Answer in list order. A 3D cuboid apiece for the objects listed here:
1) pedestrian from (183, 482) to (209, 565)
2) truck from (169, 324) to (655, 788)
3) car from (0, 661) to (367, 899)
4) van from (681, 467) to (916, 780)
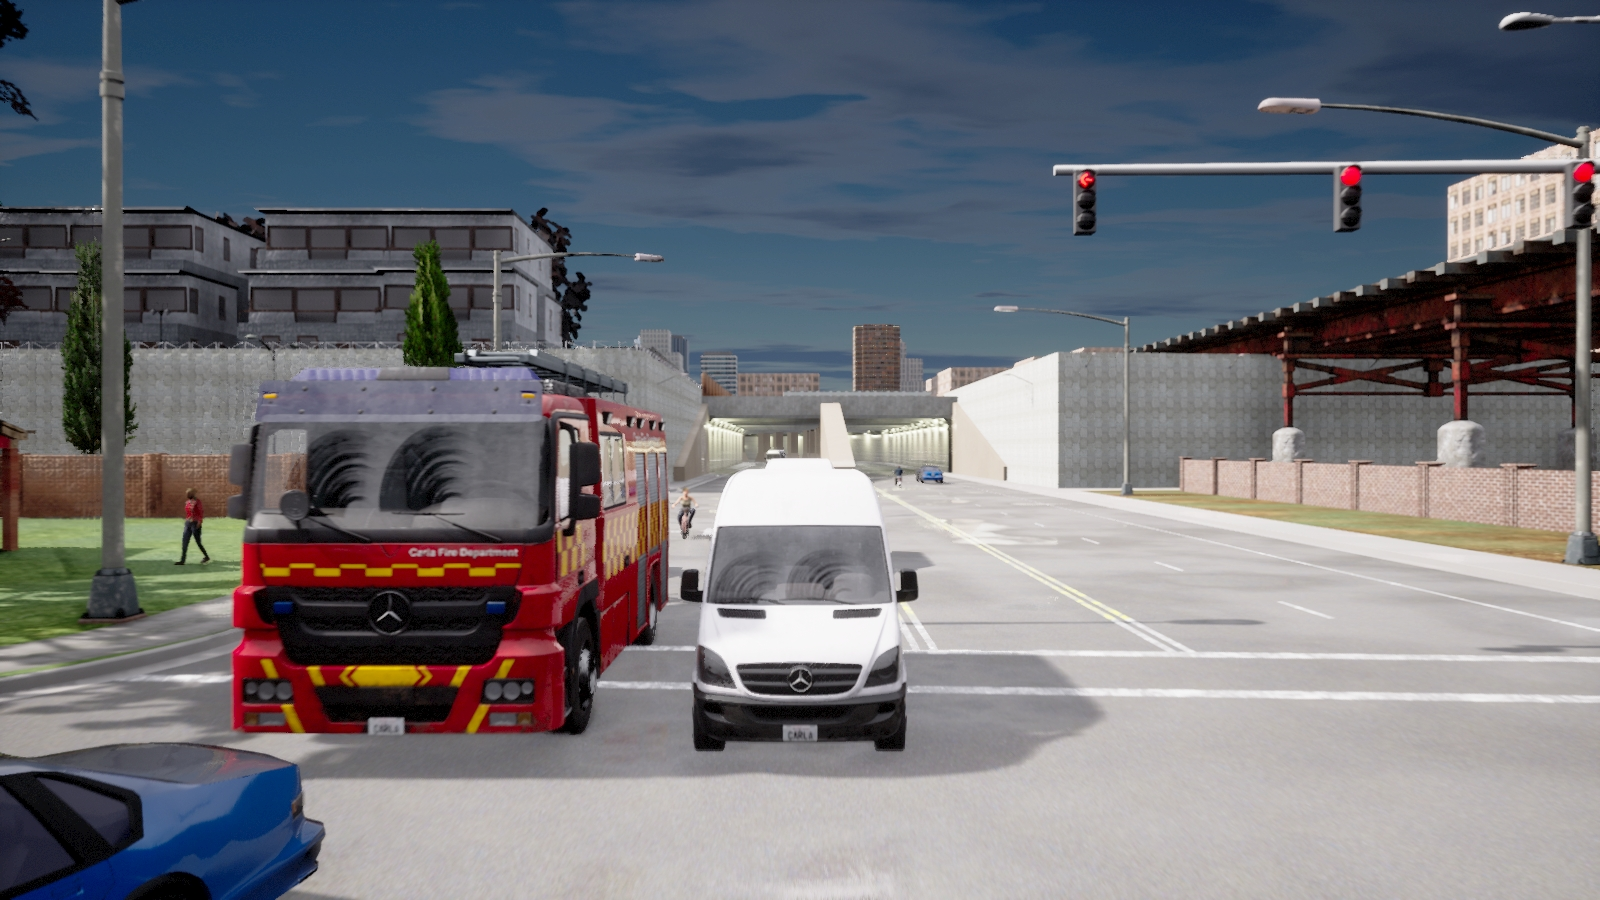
[{"bbox_3d":[-13.853,1.674,26.194,0.375,1.860,0.375,0,0,19],"label":"pedestrian"},{"bbox_3d":[-3.738,0.869,13.648,2.891,3.827,8.468,0,0,0],"label":"truck"},{"bbox_3d":[-4.436,2.091,4.649,2.033,1.411,5.357,0,0,19],"label":"car"},{"bbox_3d":[-0.012,1.512,12.645,1.988,2.561,5.915,0,0,0],"label":"van"}]
